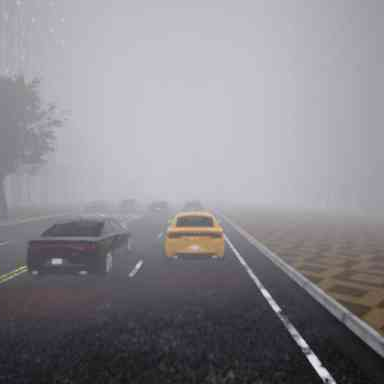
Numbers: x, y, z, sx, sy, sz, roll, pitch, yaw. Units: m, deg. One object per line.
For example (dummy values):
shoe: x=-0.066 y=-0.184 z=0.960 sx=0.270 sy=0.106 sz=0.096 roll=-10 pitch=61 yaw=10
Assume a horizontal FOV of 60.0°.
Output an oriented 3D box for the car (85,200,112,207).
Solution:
car: x=-9.841 y=1.520 z=35.049 sx=1.994 sy=1.385 sz=4.181 roll=0 pitch=0 yaw=0

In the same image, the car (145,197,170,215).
car: x=-3.150 y=1.523 z=32.766 sx=1.994 sy=1.385 sz=4.181 roll=0 pitch=0 yaw=0

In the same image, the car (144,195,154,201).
car: x=-9.747 y=1.256 z=75.788 sx=1.895 sy=1.301 sz=4.718 roll=0 pitch=0 yaw=0

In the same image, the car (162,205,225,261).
car: x=0.096 y=1.462 z=12.250 sx=1.882 sy=1.535 sz=5.008 roll=0 pitch=0 yaw=0

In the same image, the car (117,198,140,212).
car: x=-6.591 y=1.461 z=34.790 sx=1.837 sy=1.490 sz=4.892 roll=0 pitch=0 yaw=0

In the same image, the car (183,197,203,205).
car: x=0.100 y=1.523 z=32.882 sx=1.994 sy=1.385 sz=4.181 roll=0 pitch=0 yaw=0

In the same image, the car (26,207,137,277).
car: x=-3.159 y=1.464 z=10.274 sx=1.882 sy=1.535 sz=5.008 roll=0 pitch=0 yaw=0

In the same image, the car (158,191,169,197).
car: x=-6.496 y=0.886 z=75.787 sx=2.150 sy=2.045 sz=5.566 roll=0 pitch=0 yaw=0
